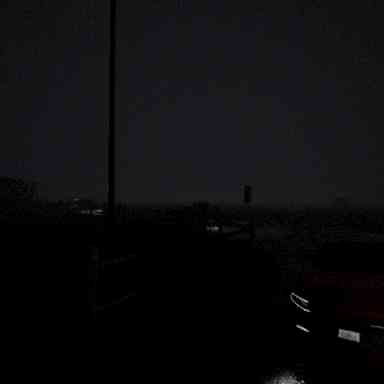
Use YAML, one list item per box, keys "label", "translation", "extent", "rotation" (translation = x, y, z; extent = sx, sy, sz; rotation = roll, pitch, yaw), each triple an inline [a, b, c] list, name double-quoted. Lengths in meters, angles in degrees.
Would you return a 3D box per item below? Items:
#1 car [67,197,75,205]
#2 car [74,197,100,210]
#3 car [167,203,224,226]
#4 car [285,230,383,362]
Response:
- label: "car"
  translation: [-22.964, 1.675, 65.143]
  extent: [2.128, 1.511, 4.902]
  rotation: [0, 0, -35]
- label: "car"
  translation: [-14.404, 1.638, 46.350]
  extent: [1.882, 1.535, 5.008]
  rotation: [0, 0, -34]
- label: "car"
  translation: [0.076, 1.765, 25.417]
  extent: [1.895, 1.301, 4.718]
  rotation: [0, 0, -35]
- label: "car"
  translation: [3.319, 1.555, 6.289]
  extent: [1.882, 1.535, 5.008]
  rotation: [1, 0, 32]
